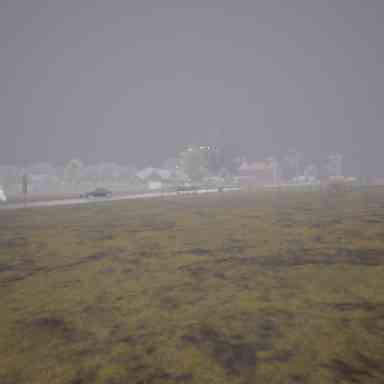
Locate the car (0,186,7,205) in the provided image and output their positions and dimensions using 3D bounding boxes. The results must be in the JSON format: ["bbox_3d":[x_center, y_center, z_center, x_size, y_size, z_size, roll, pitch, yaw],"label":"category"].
[{"bbox_3d":[-21.044,0.544,32.196,2.150,2.045,5.566,1,4,36],"label":"car"}]

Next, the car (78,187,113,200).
[{"bbox_3d":[-12.638,0.134,43.674,1.837,1.490,4.892,1,3,36],"label":"car"}]

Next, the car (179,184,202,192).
[{"bbox_3d":[-0.344,-0.799,60.305,2.033,1.411,5.357,1,3,36],"label":"car"}]
